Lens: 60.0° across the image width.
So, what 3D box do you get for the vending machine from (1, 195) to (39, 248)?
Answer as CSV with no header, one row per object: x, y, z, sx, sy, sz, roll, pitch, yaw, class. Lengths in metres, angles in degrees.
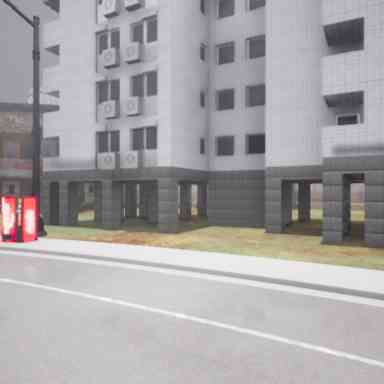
-7.197,1.169,13.927,0.880,2.100,1.100,0,0,21,vending machine
